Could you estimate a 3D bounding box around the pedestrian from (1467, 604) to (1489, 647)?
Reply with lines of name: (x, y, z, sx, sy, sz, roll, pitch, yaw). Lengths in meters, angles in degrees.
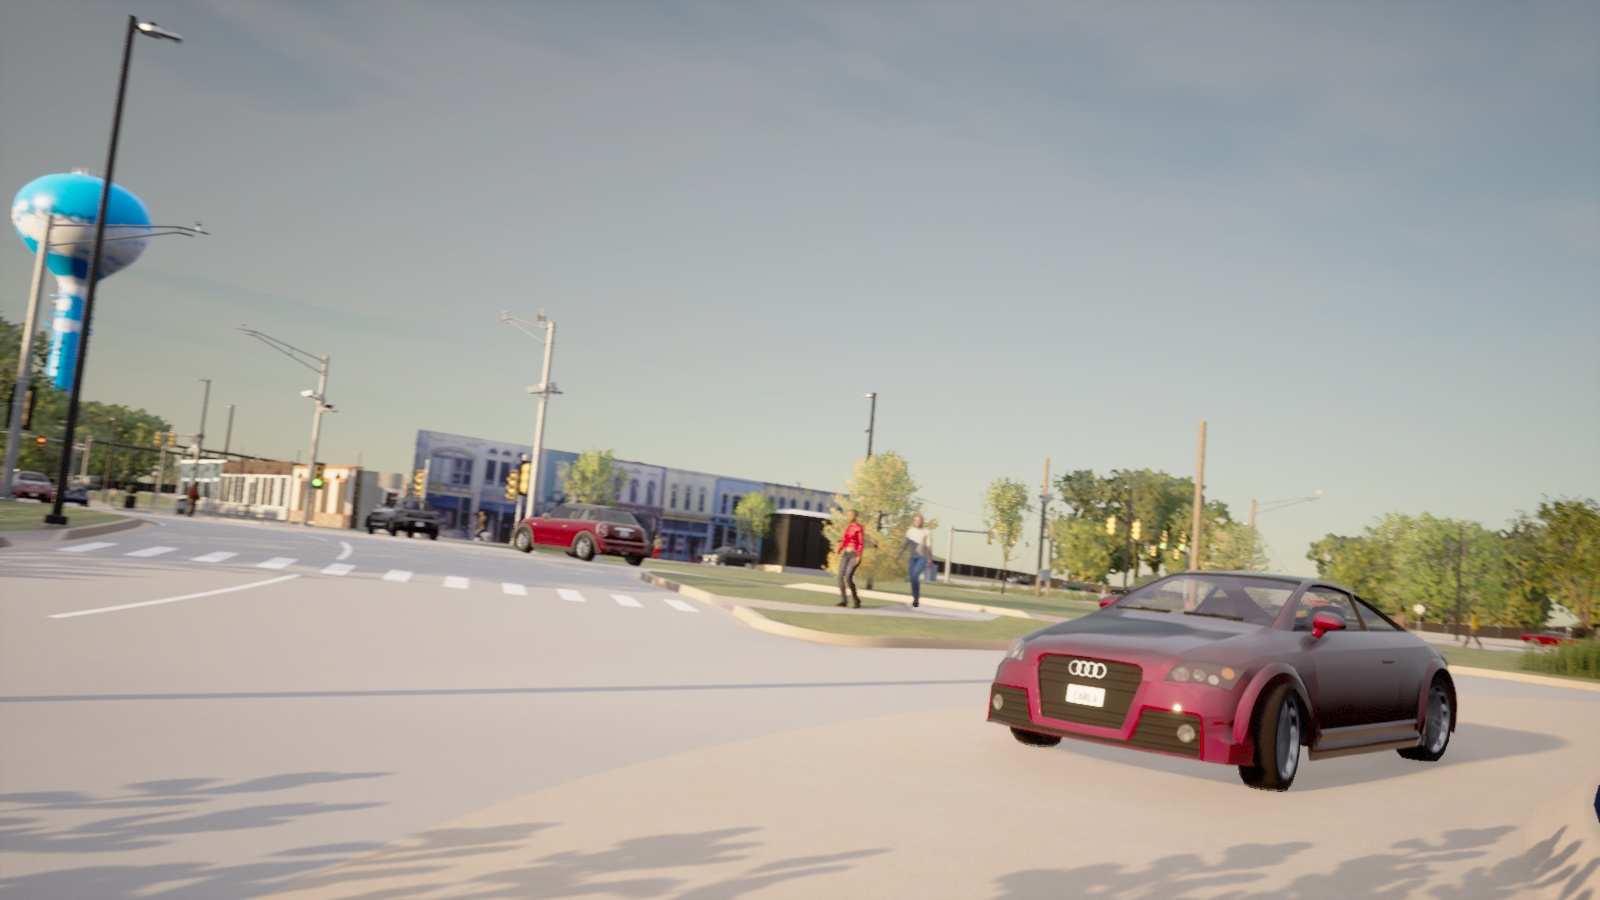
pedestrian: (30.591, 7.897, 56.628, 0.431, 1.840, 0.709, 8, -7, -31)

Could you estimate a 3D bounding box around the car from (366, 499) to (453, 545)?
car: (-14.656, 2.682, 46.976, 1.816, 1.474, 4.193, 9, -7, -34)

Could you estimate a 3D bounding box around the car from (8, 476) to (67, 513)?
car: (-36.223, 2.129, 59.640, 1.845, 1.501, 3.633, 9, -7, -37)

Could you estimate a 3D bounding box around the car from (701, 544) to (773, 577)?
car: (-3.651, 6.451, 73.275, 3.705, 1.549, 1.789, 10, -8, -38)

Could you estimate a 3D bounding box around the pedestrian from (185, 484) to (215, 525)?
pedestrian: (-28.273, 2.564, 59.177, 0.634, 1.844, 0.899, -1, -8, 45)

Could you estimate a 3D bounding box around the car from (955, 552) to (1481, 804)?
car: (3.327, 1.600, 9.530, 4.181, 1.385, 1.994, 8, -6, -43)

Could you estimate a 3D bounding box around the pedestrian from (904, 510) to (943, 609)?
pedestrian: (2.374, 2.110, 24.148, 0.354, 1.836, 0.706, 1, -7, 31)

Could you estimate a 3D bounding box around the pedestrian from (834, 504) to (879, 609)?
pedestrian: (1.027, 1.933, 22.773, 0.636, 1.846, 0.331, 10, -8, -42)

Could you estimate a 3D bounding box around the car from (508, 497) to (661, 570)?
car: (-6.576, 2.502, 38.110, 4.553, 1.767, 2.097, 1, -7, 44)

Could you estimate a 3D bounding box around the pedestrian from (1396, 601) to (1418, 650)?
pedestrian: (23.440, 6.780, 48.517, 0.869, 1.805, 0.328, 9, -7, -35)
